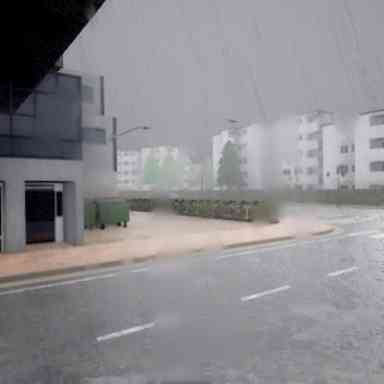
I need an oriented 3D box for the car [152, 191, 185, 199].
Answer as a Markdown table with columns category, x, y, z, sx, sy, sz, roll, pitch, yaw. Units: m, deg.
| category | x | y | z | sx | sy | sz | roll | pitch | yaw |
| --- | --- | --- | --- | --- | --- | --- | --- | --- | --- |
| car | -2.959 | 0.925 | 40.831 | 2.150 | 2.045 | 5.566 | -1 | 1 | -36 |
